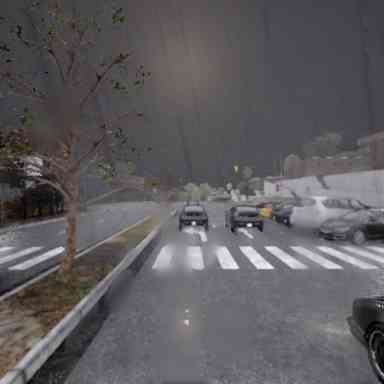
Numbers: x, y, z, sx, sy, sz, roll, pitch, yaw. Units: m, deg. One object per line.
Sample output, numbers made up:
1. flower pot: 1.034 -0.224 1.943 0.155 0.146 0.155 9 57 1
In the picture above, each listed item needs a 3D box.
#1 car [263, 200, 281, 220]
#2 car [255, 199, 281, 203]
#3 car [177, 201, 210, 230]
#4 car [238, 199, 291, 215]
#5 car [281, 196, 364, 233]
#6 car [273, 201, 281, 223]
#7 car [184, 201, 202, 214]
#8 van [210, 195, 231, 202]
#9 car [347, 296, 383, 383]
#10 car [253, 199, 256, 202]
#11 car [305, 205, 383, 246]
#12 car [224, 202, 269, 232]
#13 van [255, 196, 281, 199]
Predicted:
1. car: 8.066 1.562 24.232 4.892 1.521 2.231 1 -1 -20
2. car: 8.247 1.578 27.280 5.366 1.575 1.946 1 -1 -20
3. car: 0.104 1.561 21.569 1.837 1.490 4.892 0 0 0
4. car: 7.902 1.633 36.095 5.366 1.575 1.946 1 0 -20
5. car: 8.101 1.278 18.284 5.566 2.045 2.435 1 -1 -20
6. car: 8.078 1.544 21.247 5.008 1.535 2.097 1 0 -20
7. car: 0.104 1.728 38.609 1.994 1.385 4.181 0 0 0
8. van: 7.975 1.700 88.405 4.442 1.987 1.878 1 -2 -20
9. car: 3.100 1.547 2.222 2.033 1.411 5.357 0 0 0
10. car: 8.099 1.628 30.210 4.792 1.488 2.163 1 -1 -20
11. car: 8.082 1.519 15.281 4.892 1.521 2.231 1 0 -20
12. car: 3.103 1.552 20.403 1.837 1.490 4.892 0 0 0
13. van: 7.968 1.391 33.138 4.442 1.987 1.878 1 0 -20
